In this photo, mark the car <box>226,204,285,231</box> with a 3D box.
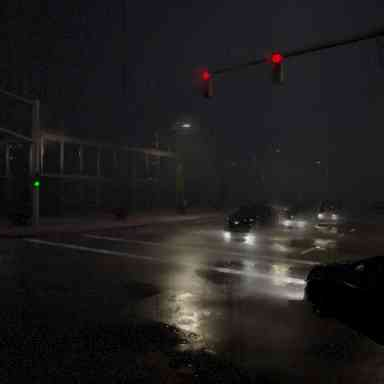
[{"bbox_3d":[3.984,1.546,21.301,1.837,1.490,4.892,0,0,36],"label":"car"}]

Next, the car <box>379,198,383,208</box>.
[{"bbox_3d":[30.708,1.732,52.059,2.033,1.411,5.357,0,0,36],"label":"car"}]

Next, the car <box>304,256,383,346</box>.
[{"bbox_3d":[3.493,1.563,4.927,1.994,1.385,4.181,0,0,-13],"label":"car"}]

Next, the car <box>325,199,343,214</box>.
[{"bbox_3d":[15.750,1.616,37.603,1.837,1.490,4.892,0,0,36],"label":"car"}]

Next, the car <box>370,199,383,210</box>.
[{"bbox_3d":[24.889,1.713,43.975,1.994,1.385,4.181,0,0,36],"label":"car"}]

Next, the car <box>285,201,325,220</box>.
[{"bbox_3d":[9.704,1.623,29.239,2.033,1.411,5.357,0,0,36],"label":"car"}]
